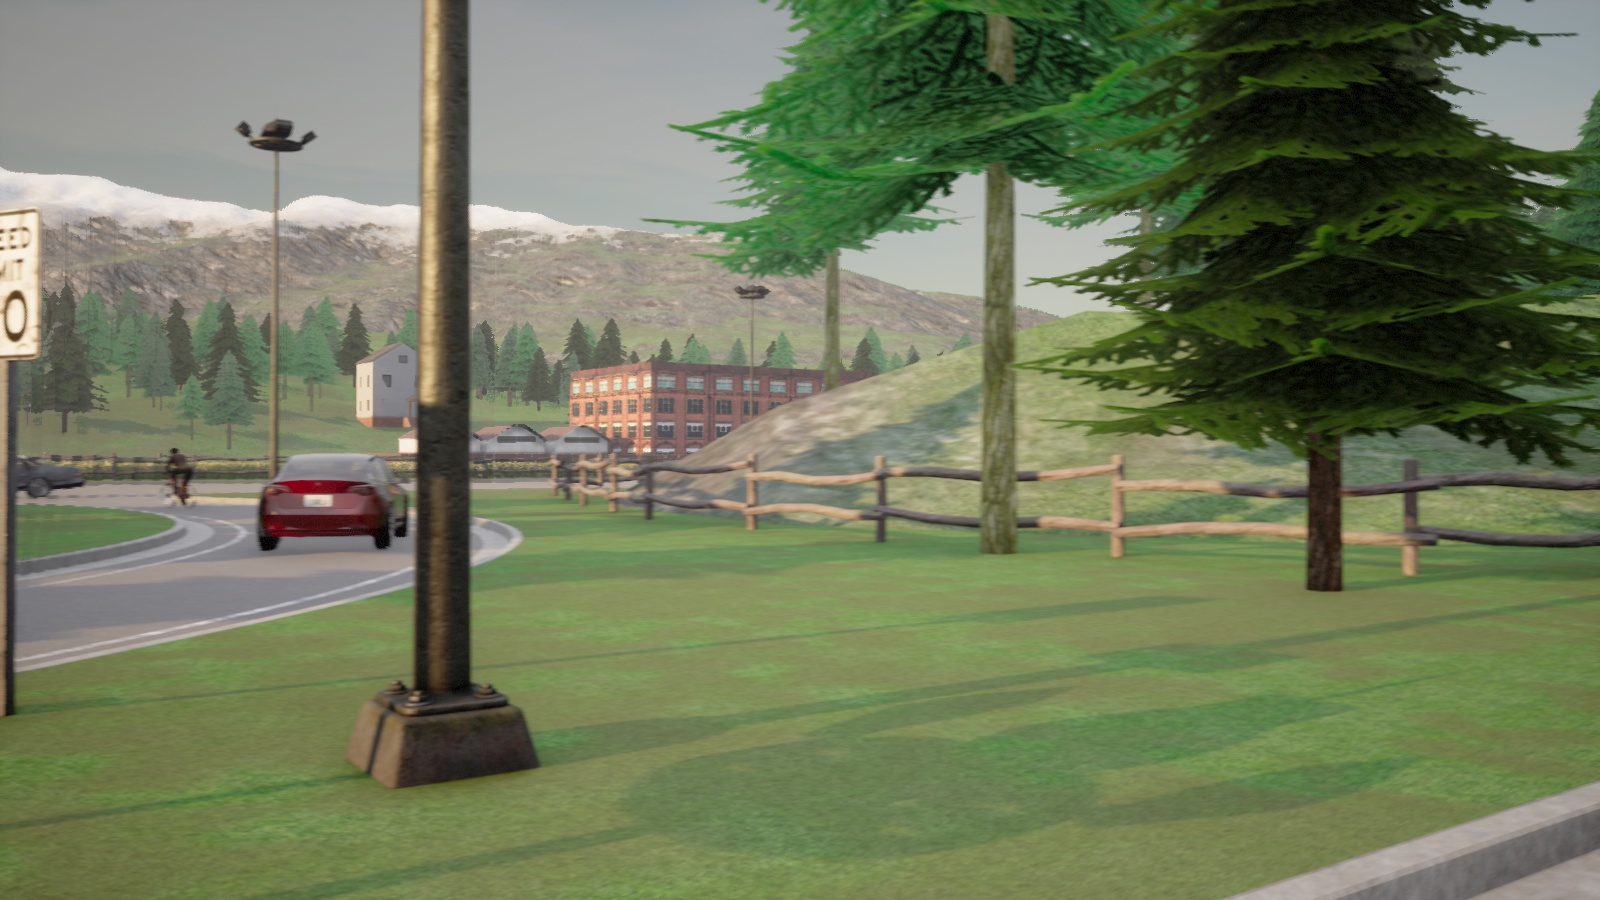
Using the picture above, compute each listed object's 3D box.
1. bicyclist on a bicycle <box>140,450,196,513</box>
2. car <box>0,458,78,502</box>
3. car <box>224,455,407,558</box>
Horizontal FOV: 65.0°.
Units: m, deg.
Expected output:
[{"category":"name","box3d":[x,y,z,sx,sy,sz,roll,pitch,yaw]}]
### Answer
[{"category":"bicyclist on a bicycle","box3d":[-16.728,0.830,33.227,1.656,1.620,0.582,-1,1,34]},{"category":"car","box3d":[-26.365,0.951,40.306,5.357,1.411,2.033,0,0,-35]},{"category":"car","box3d":[-7.831,0.829,20.787,2.163,1.488,4.792,0,0,-13]}]
